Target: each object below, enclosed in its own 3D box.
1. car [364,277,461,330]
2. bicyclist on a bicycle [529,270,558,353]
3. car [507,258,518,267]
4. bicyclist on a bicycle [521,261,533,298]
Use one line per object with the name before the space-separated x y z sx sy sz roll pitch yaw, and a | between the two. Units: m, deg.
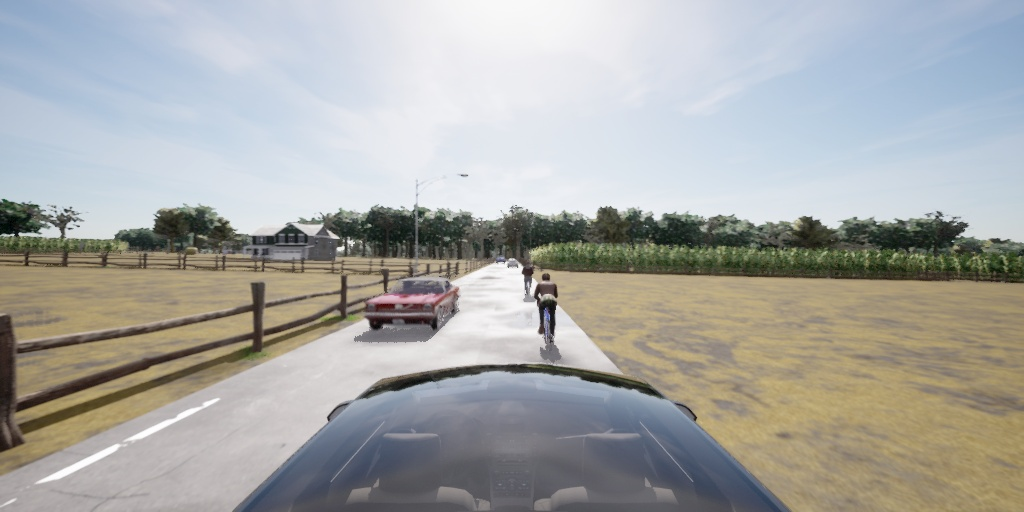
car | -2.844 1.351 11.214 1.895 1.301 4.718 0 0 0
bicyclist on a bicycle | 0.763 1.203 7.878 0.582 1.620 1.656 0 0 0
car | 0.136 1.297 62.434 1.895 1.301 4.718 0 0 0
bicyclist on a bicycle | 0.768 1.120 17.518 0.659 1.776 1.843 0 0 0
